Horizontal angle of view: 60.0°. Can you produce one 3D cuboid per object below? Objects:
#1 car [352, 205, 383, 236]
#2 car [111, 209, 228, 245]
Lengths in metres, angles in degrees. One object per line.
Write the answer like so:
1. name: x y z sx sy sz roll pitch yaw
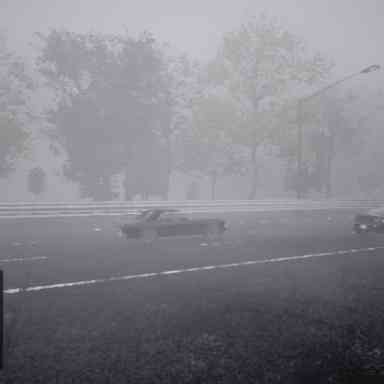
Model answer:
1. car: 9.476 1.325 15.416 4.674 1.442 1.812 0 0 -26
2. car: -0.871 1.379 14.141 4.718 1.301 1.895 0 0 -27
